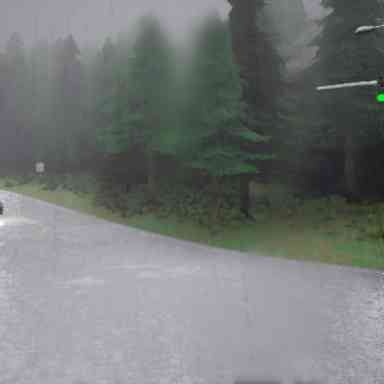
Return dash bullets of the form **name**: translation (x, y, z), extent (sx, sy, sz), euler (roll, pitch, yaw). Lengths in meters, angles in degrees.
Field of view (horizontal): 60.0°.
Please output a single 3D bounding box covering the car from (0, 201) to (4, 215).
- **car**: translation (-12.661, 0.496, 19.620), extent (1.812, 1.442, 4.674), euler (-2, 7, -44)
